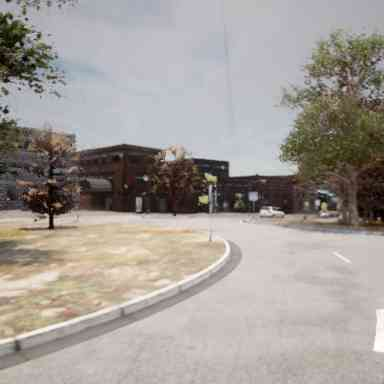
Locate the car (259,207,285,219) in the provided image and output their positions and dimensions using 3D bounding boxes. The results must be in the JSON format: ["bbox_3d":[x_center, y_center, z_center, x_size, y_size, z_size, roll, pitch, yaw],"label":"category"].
[{"bbox_3d":[13.048,3.495,53.930,2.150,2.045,5.566,-1,-5,41],"label":"car"}]
